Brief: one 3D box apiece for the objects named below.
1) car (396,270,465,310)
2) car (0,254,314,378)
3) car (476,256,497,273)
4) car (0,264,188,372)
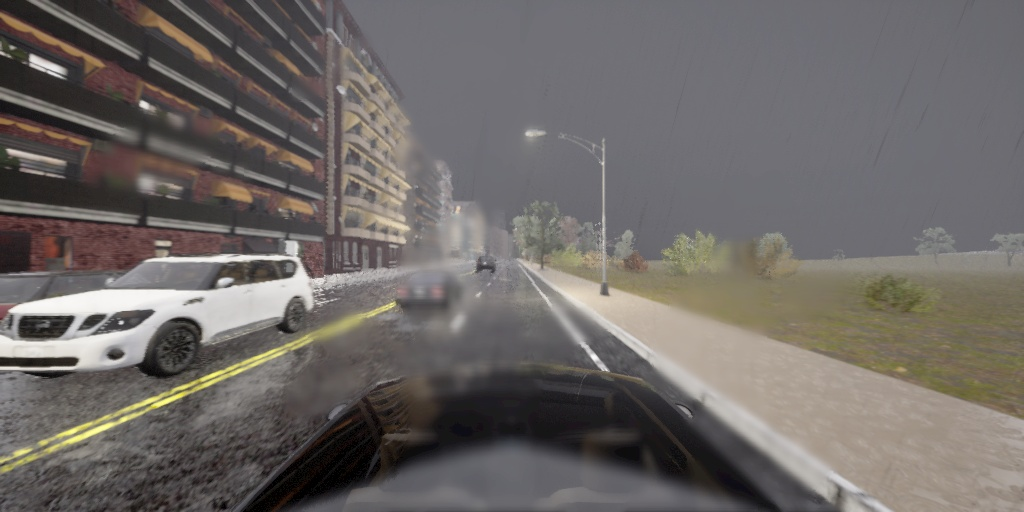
[{"bbox_3d":[-3.149,1.300,14.756,2.033,1.411,5.357,0,0,0],"label":"car"},{"bbox_3d":[-6.599,0.974,7.708,2.150,2.045,5.566,0,0,0],"label":"car"},{"bbox_3d":[-3.150,0.975,44.467,2.150,2.045,5.566,0,0,0],"label":"car"},{"bbox_3d":[-9.847,1.105,7.443,2.097,1.767,4.553,0,0,0],"label":"car"}]
